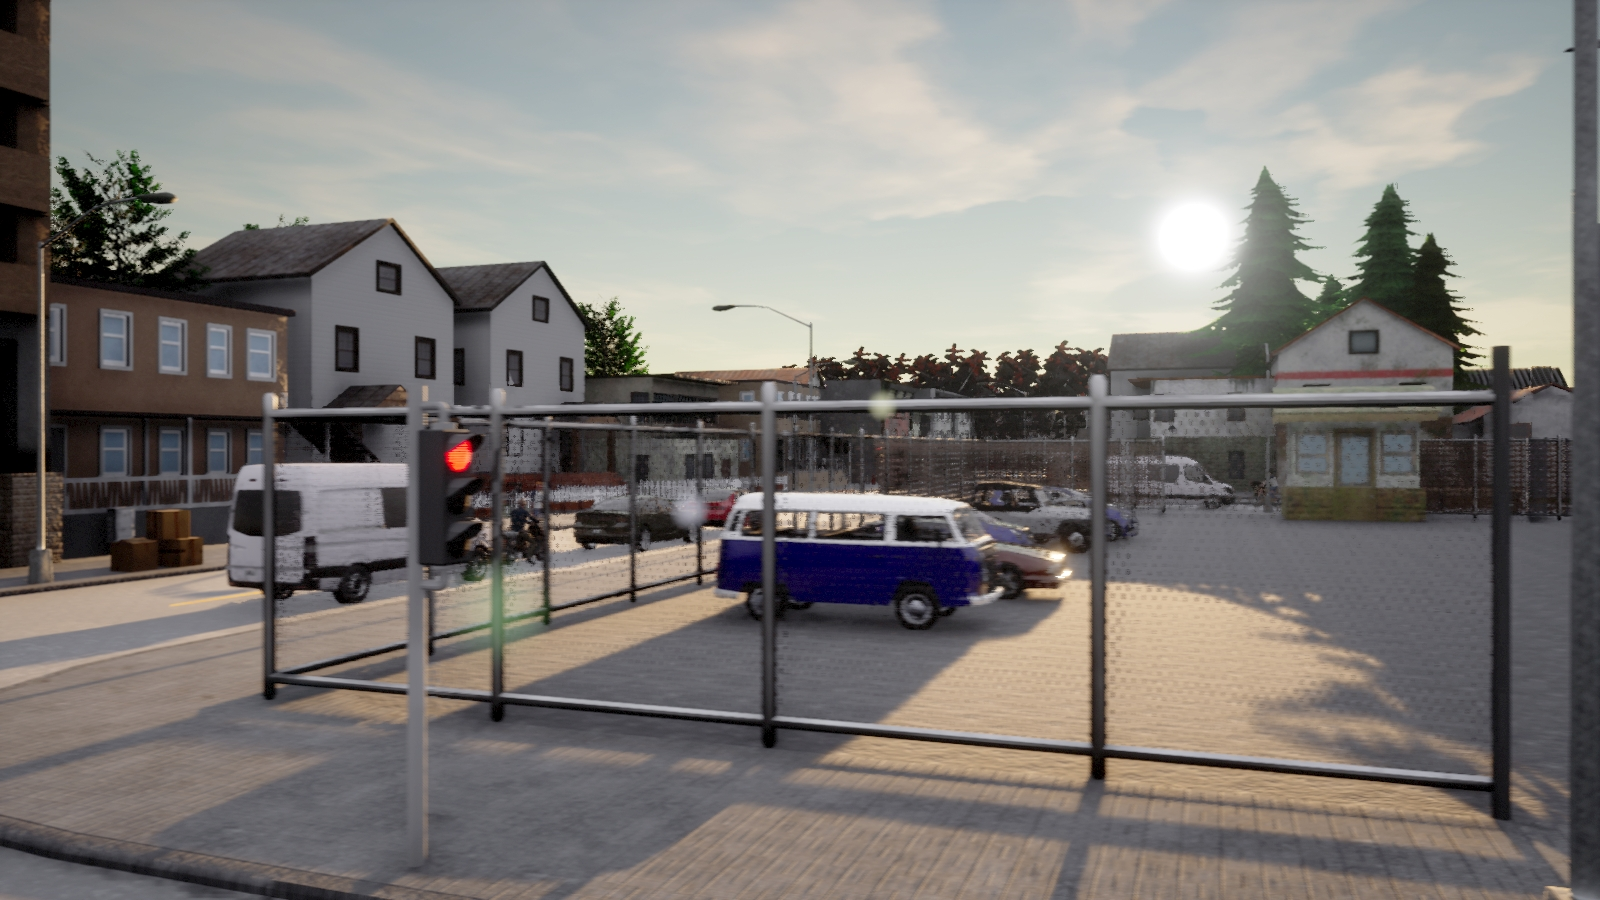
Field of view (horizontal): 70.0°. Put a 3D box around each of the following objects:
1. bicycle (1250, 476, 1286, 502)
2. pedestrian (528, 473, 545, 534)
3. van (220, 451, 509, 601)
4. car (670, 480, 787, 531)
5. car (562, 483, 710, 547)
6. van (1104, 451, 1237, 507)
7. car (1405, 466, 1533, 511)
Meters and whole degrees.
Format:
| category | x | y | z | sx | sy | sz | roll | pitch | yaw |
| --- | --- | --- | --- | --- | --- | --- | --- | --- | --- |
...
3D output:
| category | x | y | z | sx | sy | sz | roll | pitch | yaw |
| --- | --- | --- | --- | --- | --- | --- | --- | --- | --- |
| bicycle | 23.164 | 1.936 | 56.606 | 1.643 | 1.296 | 0.373 | 0 | 0 | 20 |
| pedestrian | -8.042 | 1.628 | 34.883 | 0.375 | 1.860 | 0.375 | 0 | 0 | 30 |
| van | -8.362 | 1.315 | 22.731 | 1.988 | 2.561 | 5.915 | 0 | 0 | 20 |
| car | -2.371 | 1.841 | 39.248 | 2.231 | 1.480 | 4.892 | 0 | 0 | 20 |
| car | -4.615 | 1.814 | 33.057 | 2.097 | 1.535 | 5.006 | 0 | 0 | 20 |
| van | 17.609 | 1.314 | 54.363 | 5.915 | 2.561 | 1.988 | 0 | 0 | 20 |
| car | 29.346 | 1.644 | 50.270 | 4.605 | 1.855 | 1.932 | 0 | 0 | 21 |
